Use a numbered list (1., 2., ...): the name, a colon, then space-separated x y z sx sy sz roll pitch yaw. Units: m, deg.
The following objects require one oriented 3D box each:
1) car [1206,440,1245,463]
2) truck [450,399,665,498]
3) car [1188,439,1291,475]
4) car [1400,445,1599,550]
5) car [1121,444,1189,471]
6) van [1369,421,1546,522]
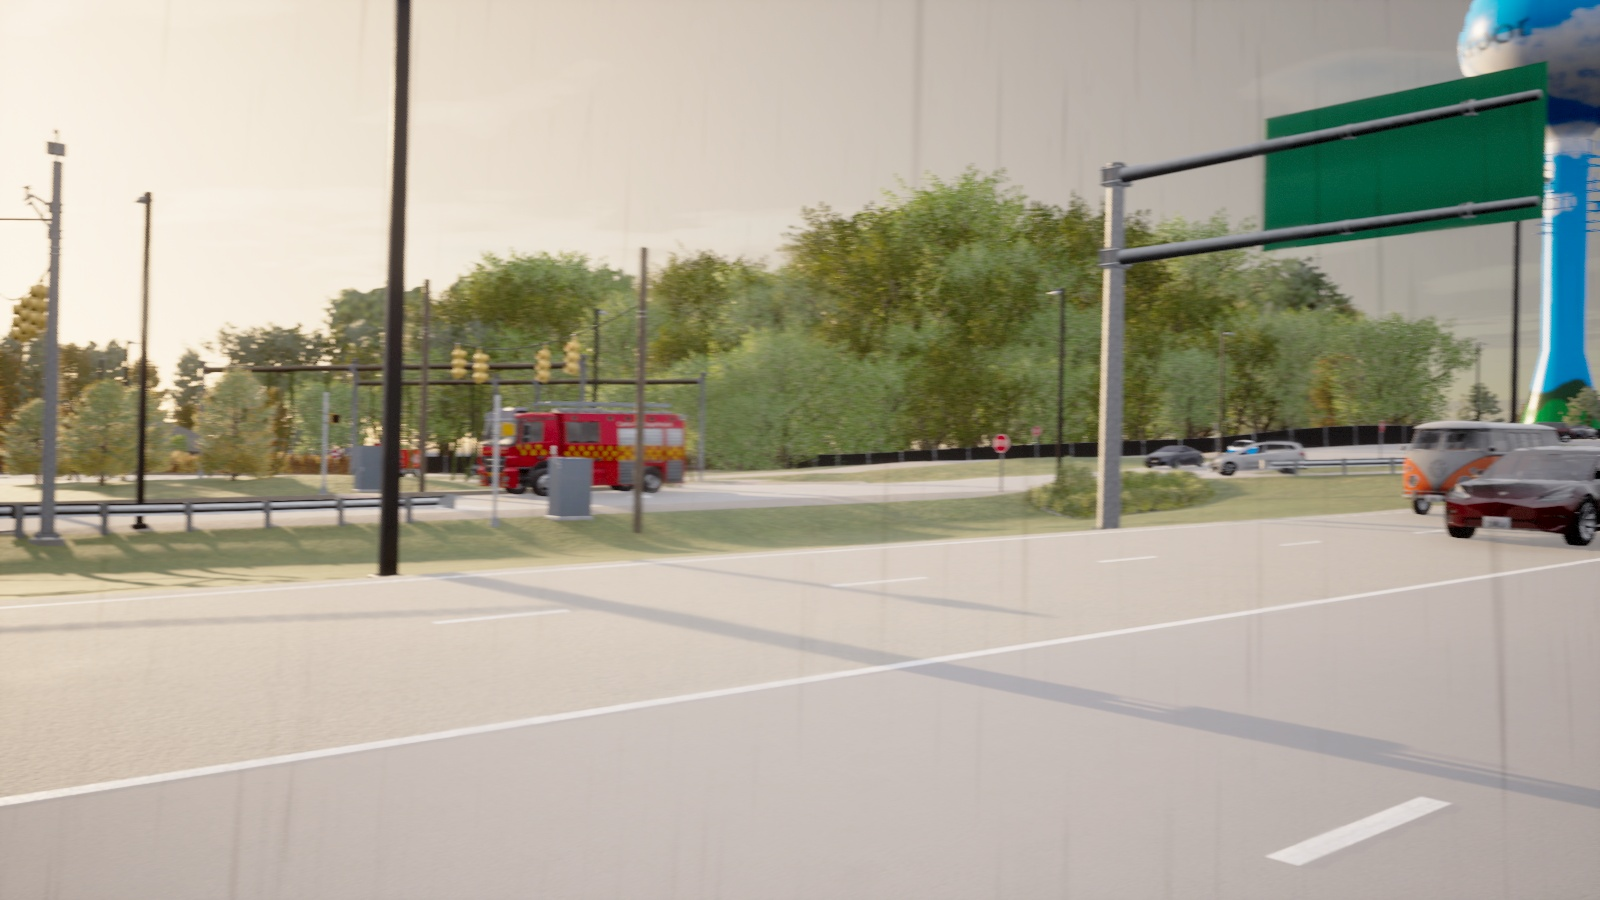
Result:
1. car: 27.768 0.072 81.965 2.207 1.376 1.481 -3 3 -40
2. truck: -9.915 -0.091 52.134 8.468 3.827 2.891 0 1 -41
3. car: 22.101 0.386 63.333 4.611 1.667 2.242 -2 -1 11
4. car: 11.915 0.686 20.362 4.792 1.488 2.163 0 1 -40
5. car: 21.795 0.436 77.028 4.181 1.385 1.994 -3 3 -40
6. van: 14.084 0.409 26.793 4.442 1.987 1.775 0 1 -40
